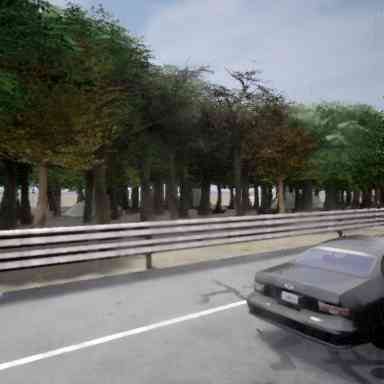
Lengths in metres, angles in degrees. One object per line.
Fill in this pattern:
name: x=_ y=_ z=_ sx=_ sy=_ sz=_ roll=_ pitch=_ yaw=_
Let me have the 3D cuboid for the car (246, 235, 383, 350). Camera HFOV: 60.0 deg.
car: x=3.436 y=1.546 z=6.196 sx=5.357 sy=1.411 sz=2.033 roll=0 pitch=0 yaw=-36
